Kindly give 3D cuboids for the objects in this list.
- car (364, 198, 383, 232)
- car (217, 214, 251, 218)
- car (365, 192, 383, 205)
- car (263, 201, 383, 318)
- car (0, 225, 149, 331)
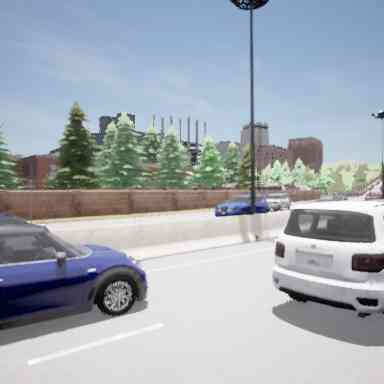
[{"bbox_3d":[11.961,1.289,19.620,2.097,1.767,4.553,-1,0,43],"label":"car"},{"bbox_3d":[4.177,1.242,26.828,2.150,2.045,5.566,0,0,42],"label":"car"},{"bbox_3d":[31.263,1.060,57.023,2.150,2.045,5.566,-1,1,36],"label":"car"},{"bbox_3d":[4.048,1.203,7.129,5.566,2.045,2.150,0,0,-39],"label":"car"},{"bbox_3d":[-3.077,1.393,6.038,4.553,1.767,2.097,0,0,-36],"label":"car"}]
